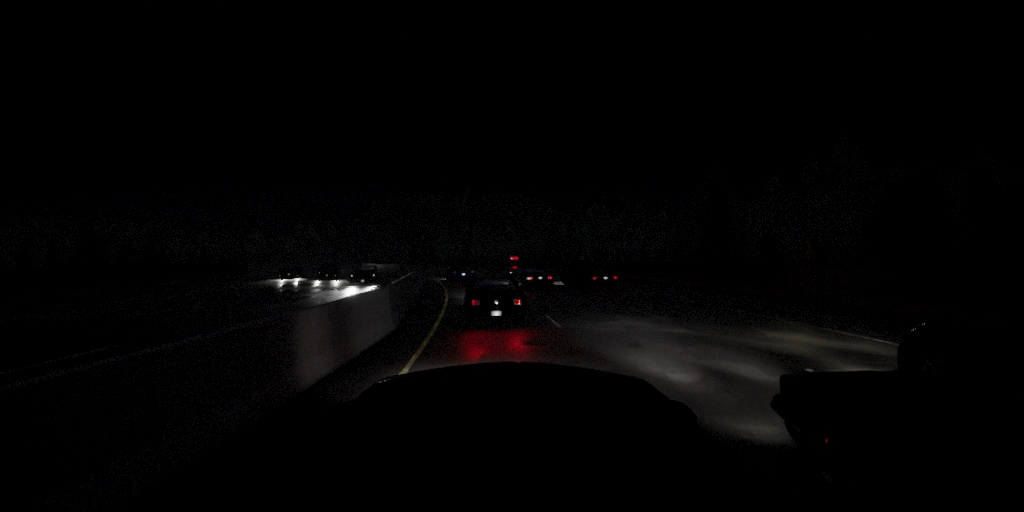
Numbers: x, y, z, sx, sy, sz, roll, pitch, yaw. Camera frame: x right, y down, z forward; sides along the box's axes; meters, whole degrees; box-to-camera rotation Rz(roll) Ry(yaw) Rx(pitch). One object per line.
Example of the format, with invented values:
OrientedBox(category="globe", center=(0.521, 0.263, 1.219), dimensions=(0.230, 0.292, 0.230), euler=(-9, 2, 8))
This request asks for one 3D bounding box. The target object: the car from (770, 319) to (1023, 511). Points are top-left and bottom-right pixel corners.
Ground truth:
OrientedBox(category="car", center=(3.482, 1.336, 1.372), dimensions=(1.895, 1.301, 4.718), euler=(0, 0, 0))

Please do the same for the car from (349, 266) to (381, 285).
OrientedBox(category="car", center=(-11.082, 1.453, 27.234), dimensions=(1.895, 1.301, 4.718), euler=(0, 0, -17))

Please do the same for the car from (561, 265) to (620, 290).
OrientedBox(category="car", center=(4.740, 1.295, 22.561), dimensions=(2.033, 1.411, 5.357), euler=(0, 0, -12))

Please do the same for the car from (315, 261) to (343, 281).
OrientedBox(category="car", center=(-16.785, 1.416, 32.983), dimensions=(1.837, 1.490, 4.892), euler=(0, 0, -22))

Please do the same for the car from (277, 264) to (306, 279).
OrientedBox(category="car", center=(-21.321, 1.517, 34.787), dimensions=(1.994, 1.385, 4.181), euler=(0, 0, -24))

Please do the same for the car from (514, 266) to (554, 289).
OrientedBox(category="car", center=(1.078, 1.317, 22.969), dimensions=(2.033, 1.411, 5.357), euler=(0, 0, -13))

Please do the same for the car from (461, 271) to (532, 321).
OrientedBox(category="car", center=(-0.698, 1.364, 12.504), dimensions=(1.895, 1.301, 4.718), euler=(0, 0, -6))

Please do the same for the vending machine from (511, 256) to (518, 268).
OrientedBox(category="vending machine", center=(0.400, 1.037, 56.422), dimensions=(1.100, 2.100, 0.880), euler=(0, 0, -29))

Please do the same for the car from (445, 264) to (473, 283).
OrientedBox(category="car", center=(-4.269, 1.378, 29.362), dimensions=(1.994, 1.385, 4.181), euler=(0, 0, -16))

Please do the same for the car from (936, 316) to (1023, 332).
OrientedBox(category="car", center=(6.906, 1.073, 3.515), dimensions=(2.097, 1.767, 4.553), euler=(0, 0, -1))
